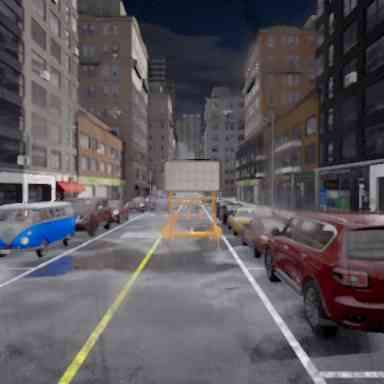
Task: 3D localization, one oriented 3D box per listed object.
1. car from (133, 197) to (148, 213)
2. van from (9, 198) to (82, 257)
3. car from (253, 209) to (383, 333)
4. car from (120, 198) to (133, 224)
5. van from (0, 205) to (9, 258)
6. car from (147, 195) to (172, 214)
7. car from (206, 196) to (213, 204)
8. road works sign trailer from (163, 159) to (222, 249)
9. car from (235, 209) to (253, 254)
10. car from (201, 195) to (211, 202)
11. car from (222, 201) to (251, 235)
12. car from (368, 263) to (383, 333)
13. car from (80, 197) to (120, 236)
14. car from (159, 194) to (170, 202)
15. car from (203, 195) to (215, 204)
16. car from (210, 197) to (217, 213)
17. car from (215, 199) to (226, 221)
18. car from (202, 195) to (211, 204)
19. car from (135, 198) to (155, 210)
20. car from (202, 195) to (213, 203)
[{"bbox_3d":[-5.673,1.276,34.593,1.967,1.590,4.097,-1,0,0],"label":"car"},{"bbox_3d":[-5.677,1.285,12.250,1.690,1.788,3.998,-1,0,0],"label":"van"},{"bbox_3d":[2.853,1.284,6.662,2.192,1.841,5.009,-1,0,0],"label":"car"},{"bbox_3d":[-5.674,1.330,23.422,1.967,1.590,4.097,-1,0,0],"label":"car"},{"bbox_3d":[-5.678,1.310,6.664,1.690,1.788,3.998,-1,0,0],"label":"van"},{"bbox_3d":[-3.090,1.366,33.641,1.812,1.442,4.674,0,0,0],"label":"car"},{"bbox_3d":[2.866,1.387,34.592,2.008,1.369,4.403,-1,0,0],"label":"car"},{"bbox_3d":[0.008,0.399,14.074,2.380,3.560,2.880,0,0,0],"label":"road works sign trailer"},{"bbox_3d":[2.858,1.525,12.249,1.802,1.307,4.206,-1,0,0],"label":"car"},{"bbox_3d":[2.879,1.241,68.107,1.802,1.307,4.206,-1,0,0],"label":"car"},{"bbox_3d":[2.859,1.442,18.005,1.752,1.417,4.829,-1,0,0],"label":"car"},{"bbox_3d":[2.853,1.519,1.247,1.752,1.417,4.829,-1,0,0],"label":"car"},{"bbox_3d":[-5.677,1.232,17.836,2.192,1.841,5.009,-1,0,0],"label":"car"},{"bbox_3d":[-5.666,1.204,68.107,1.887,1.381,4.507,-1,0,0],"label":"car"},{"bbox_3d":[2.874,1.245,57.105,1.752,1.417,4.829,-1,0,0],"label":"car"},{"bbox_3d":[2.864,1.429,29.007,1.947,1.339,4.313,-1,0,0],"label":"car"},{"bbox_3d":[2.862,1.456,23.421,1.947,1.339,4.313,-1,0,0],"label":"car"},{"bbox_3d":[2.873,1.301,51.350,2.008,1.369,4.403,-1,0,0],"label":"car"},{"bbox_3d":[-5.670,1.390,40.179,1.802,1.307,4.206,-1,0,0],"label":"car"},{"bbox_3d":[2.877,1.256,62.522,1.947,1.339,4.313,-1,0,0],"label":"car"}]
